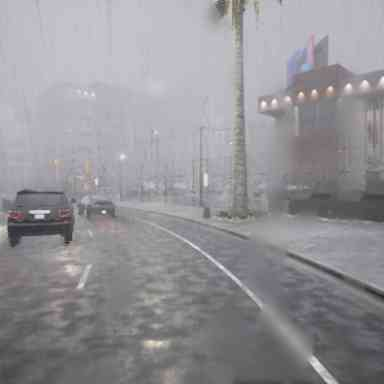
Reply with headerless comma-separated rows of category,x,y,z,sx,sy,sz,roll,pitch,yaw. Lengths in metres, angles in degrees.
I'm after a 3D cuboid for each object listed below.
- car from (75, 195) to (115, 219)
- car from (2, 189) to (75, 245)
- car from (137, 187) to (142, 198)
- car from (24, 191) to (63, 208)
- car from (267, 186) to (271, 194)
car,-6.696,0.943,22.945,1.837,1.490,4.892,-1,2,-29
car,-6.143,0.879,13.949,2.150,2.045,5.566,0,1,-20
car,-8.602,-0.056,53.570,2.185,1.767,4.553,-1,2,-45
car,-15.166,0.670,33.773,2.128,1.511,4.902,-1,2,-43
car,11.313,0.191,49.771,2.002,1.452,4.674,-1,2,-45
